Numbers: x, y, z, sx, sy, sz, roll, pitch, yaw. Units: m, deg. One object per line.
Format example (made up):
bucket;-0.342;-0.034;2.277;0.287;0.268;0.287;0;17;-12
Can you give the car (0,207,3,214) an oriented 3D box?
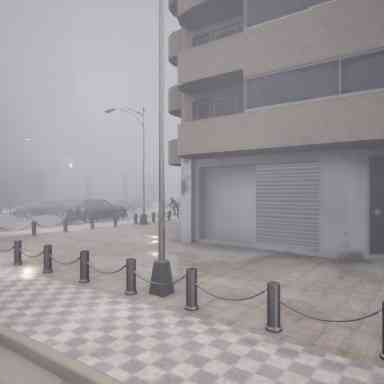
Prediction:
car;-18.580;1.545;27.608;1.895;1.301;4.718;0;0;36

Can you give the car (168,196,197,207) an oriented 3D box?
car;-1.382;1.449;51.286;1.837;1.490;4.892;0;0;36

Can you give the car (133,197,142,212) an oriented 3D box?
car;-7.972;1.508;36.262;1.994;1.385;4.181;0;0;36

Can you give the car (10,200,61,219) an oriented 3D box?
car;-13.203;1.436;29.043;2.128;1.511;4.902;0;0;36

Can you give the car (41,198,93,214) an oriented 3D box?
car;-13.100;1.449;35.149;1.837;1.490;4.892;0;0;36

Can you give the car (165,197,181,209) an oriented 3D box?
car;-2.118;1.508;44.334;1.994;1.385;4.181;0;0;36

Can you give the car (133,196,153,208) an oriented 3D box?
car;-7.236;1.296;43.234;2.097;1.767;4.553;0;0;36

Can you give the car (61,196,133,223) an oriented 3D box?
car;-7.086;1.296;25.212;2.097;1.767;4.553;0;0;36

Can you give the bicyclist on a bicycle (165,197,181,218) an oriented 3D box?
bicyclist on a bicycle;-1.503;1.246;26.473;1.656;1.620;0.582;0;0;36
